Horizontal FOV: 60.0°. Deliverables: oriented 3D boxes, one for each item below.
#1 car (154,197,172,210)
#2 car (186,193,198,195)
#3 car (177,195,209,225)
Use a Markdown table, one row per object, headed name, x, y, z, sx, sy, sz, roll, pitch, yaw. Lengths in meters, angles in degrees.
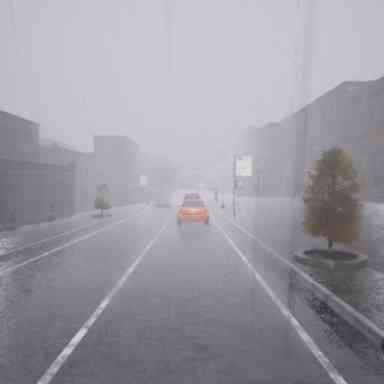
| name | x | y | z | sx | sy | sz | roll | pitch | yaw |
| --- | --- | --- | --- | --- | --- | --- | --- | --- | --- |
| car | -3.550 | 1.464 | 41.919 | 1.837 | 1.490 | 4.892 | 0 | -1 | 0 |
| car | -0.002 | 1.179 | 42.972 | 2.150 | 2.045 | 5.566 | 0 | 0 | 0 |
| car | 0.074 | 1.313 | 23.570 | 2.097 | 1.767 | 4.553 | 0 | 0 | 0 |
